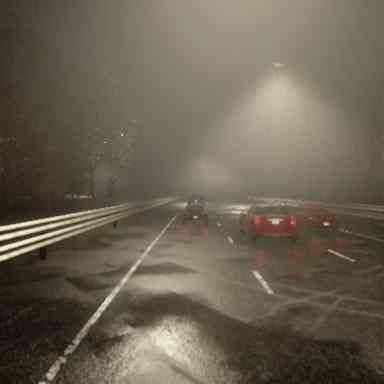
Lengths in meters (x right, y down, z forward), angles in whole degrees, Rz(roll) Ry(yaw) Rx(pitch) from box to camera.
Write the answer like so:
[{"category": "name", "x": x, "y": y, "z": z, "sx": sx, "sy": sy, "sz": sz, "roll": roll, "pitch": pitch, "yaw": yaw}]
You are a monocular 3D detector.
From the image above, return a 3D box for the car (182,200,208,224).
[{"category": "car", "x": 0.256, "y": 1.542, "z": 24.760, "sx": 1.812, "sy": 1.442, "sz": 4.674, "roll": 0, "pitch": 0, "yaw": 1}]

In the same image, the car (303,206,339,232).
[{"category": "car", "x": 7.210, "y": 1.540, "z": 20.098, "sx": 1.812, "sy": 1.442, "sz": 4.674, "roll": 0, "pitch": 0, "yaw": 1}]

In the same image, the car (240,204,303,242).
[{"category": "car", "x": 3.680, "y": 1.364, "z": 16.708, "sx": 2.097, "sy": 1.767, "sz": 4.553, "roll": 0, "pitch": 0, "yaw": 0}]

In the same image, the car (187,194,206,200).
[{"category": "car", "x": 0.558, "y": 1.248, "z": 43.068, "sx": 2.150, "sy": 2.045, "sz": 5.566, "roll": 0, "pitch": 0, "yaw": 1}]
